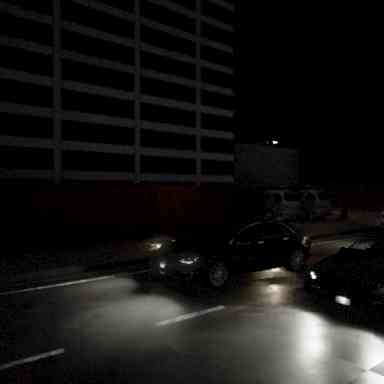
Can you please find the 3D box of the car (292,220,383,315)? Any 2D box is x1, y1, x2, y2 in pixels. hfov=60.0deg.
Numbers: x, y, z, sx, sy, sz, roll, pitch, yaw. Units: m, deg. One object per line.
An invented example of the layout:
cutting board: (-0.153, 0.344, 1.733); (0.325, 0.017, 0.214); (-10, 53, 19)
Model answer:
car: (4.830, 1.522, 7.433); (5.357, 1.411, 2.033); (0, 0, -36)

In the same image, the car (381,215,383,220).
car: (11.663, 1.162, 16.526); (5.566, 2.045, 2.150); (0, 0, -35)

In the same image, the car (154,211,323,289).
car: (1.291, 1.488, 9.207); (4.892, 1.490, 1.837); (0, 0, -35)
